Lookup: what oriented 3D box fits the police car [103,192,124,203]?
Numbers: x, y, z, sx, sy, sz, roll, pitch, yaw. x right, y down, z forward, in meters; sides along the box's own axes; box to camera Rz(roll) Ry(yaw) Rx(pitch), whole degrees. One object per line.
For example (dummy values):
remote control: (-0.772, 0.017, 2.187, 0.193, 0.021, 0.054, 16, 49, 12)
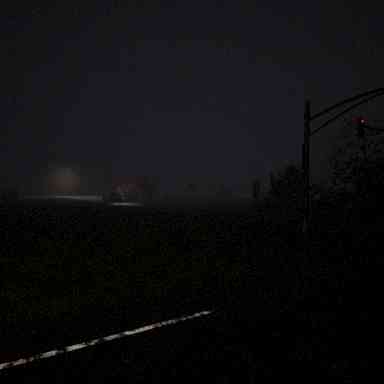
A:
police car: (-11.780, 0.822, 49.808, 2.038, 1.542, 4.974, 1, 0, -32)
